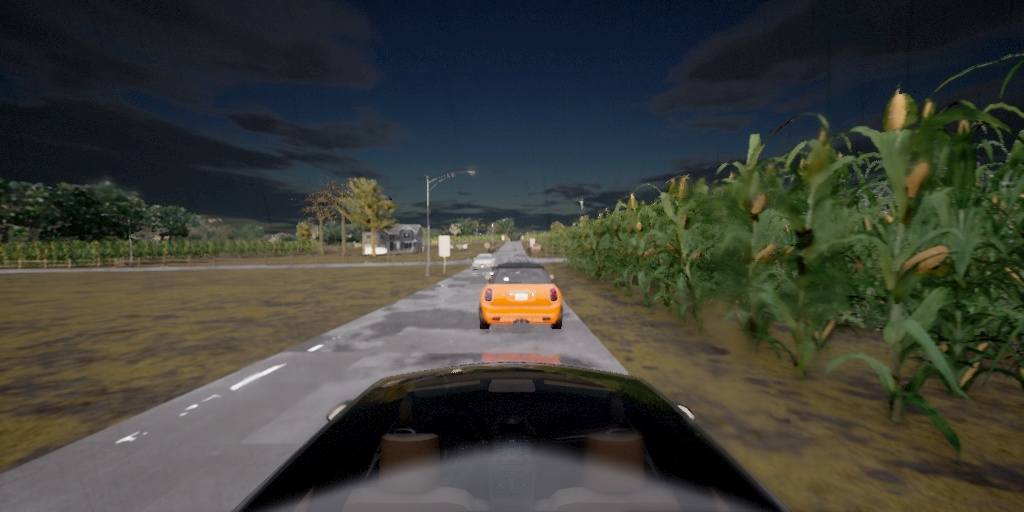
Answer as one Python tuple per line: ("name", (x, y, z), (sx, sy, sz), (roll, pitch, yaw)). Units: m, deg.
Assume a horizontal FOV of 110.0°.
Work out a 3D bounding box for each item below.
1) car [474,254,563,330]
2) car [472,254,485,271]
("car", (0.218, 0.946, 10.684), (2.097, 1.767, 4.553), (0, 1, 0))
("car", (-2.387, 0.516, 31.936), (1.812, 1.442, 4.674), (0, 2, 1))
